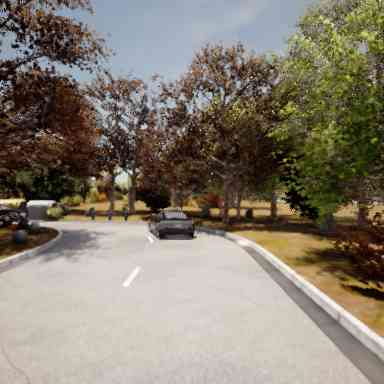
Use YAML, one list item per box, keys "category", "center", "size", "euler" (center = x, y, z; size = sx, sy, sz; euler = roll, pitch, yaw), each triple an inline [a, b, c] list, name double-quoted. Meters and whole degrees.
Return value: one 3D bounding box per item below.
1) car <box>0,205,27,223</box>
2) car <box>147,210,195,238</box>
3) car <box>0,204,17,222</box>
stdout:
- category: "car"
  center: [-15.112, 1.652, 25.328]
  size: [4.902, 1.511, 2.128]
  euler: [-1, -3, 6]
- category: "car"
  center: [-1.250, 1.694, 18.729]
  size: [1.994, 1.385, 4.181]
  euler: [1, -1, -16]
- category: "car"
  center: [-18.210, 1.884, 28.993]
  size: [5.008, 1.535, 1.882]
  euler: [-1, -3, 3]
